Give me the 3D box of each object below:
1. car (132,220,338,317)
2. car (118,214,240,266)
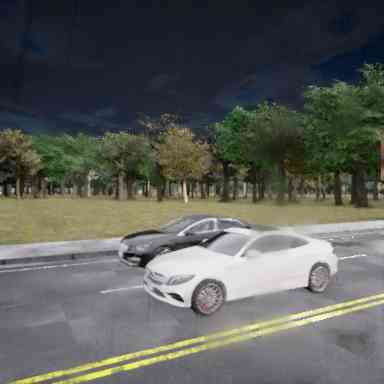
[{"bbox_3d":[1.250,1.524,7.465,4.674,1.442,1.812,0,0,-28],"label":"car"},{"bbox_3d":[0.147,1.489,10.577,4.902,1.511,2.128,0,0,-28],"label":"car"}]
